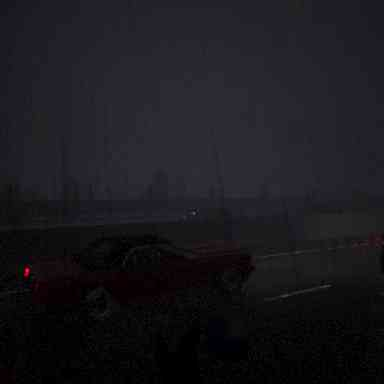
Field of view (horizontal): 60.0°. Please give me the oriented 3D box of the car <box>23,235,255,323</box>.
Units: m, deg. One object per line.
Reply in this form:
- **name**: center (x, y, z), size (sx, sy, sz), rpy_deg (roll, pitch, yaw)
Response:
- **car**: center (-0.920, 1.601, 7.176), size (4.718, 1.301, 1.895), rpy_deg (0, 0, -33)

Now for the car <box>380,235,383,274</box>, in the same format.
- **car**: center (6.807, 1.221, 7.737), size (5.566, 2.045, 2.150), rpy_deg (0, 0, -29)

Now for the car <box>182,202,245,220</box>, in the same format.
- **car**: center (1.634, 1.491, 24.904), size (4.902, 1.511, 2.128), rpy_deg (0, 0, -27)

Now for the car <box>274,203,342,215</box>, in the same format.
- **car**: center (8.580, 1.547, 24.380), size (5.357, 1.411, 2.033), rpy_deg (0, 0, -23)
